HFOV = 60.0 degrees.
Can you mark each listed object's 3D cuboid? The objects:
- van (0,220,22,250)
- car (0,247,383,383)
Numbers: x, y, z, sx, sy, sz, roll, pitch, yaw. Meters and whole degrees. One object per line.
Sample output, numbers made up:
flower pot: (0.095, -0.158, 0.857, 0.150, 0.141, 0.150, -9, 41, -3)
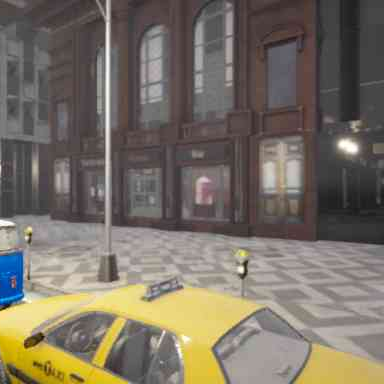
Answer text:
van: (-4.944, 1.354, 6.483, 3.998, 1.788, 1.690, 0, 0, 35)
car: (-0.493, 1.529, 3.311, 4.829, 1.417, 1.752, 0, 0, 35)
